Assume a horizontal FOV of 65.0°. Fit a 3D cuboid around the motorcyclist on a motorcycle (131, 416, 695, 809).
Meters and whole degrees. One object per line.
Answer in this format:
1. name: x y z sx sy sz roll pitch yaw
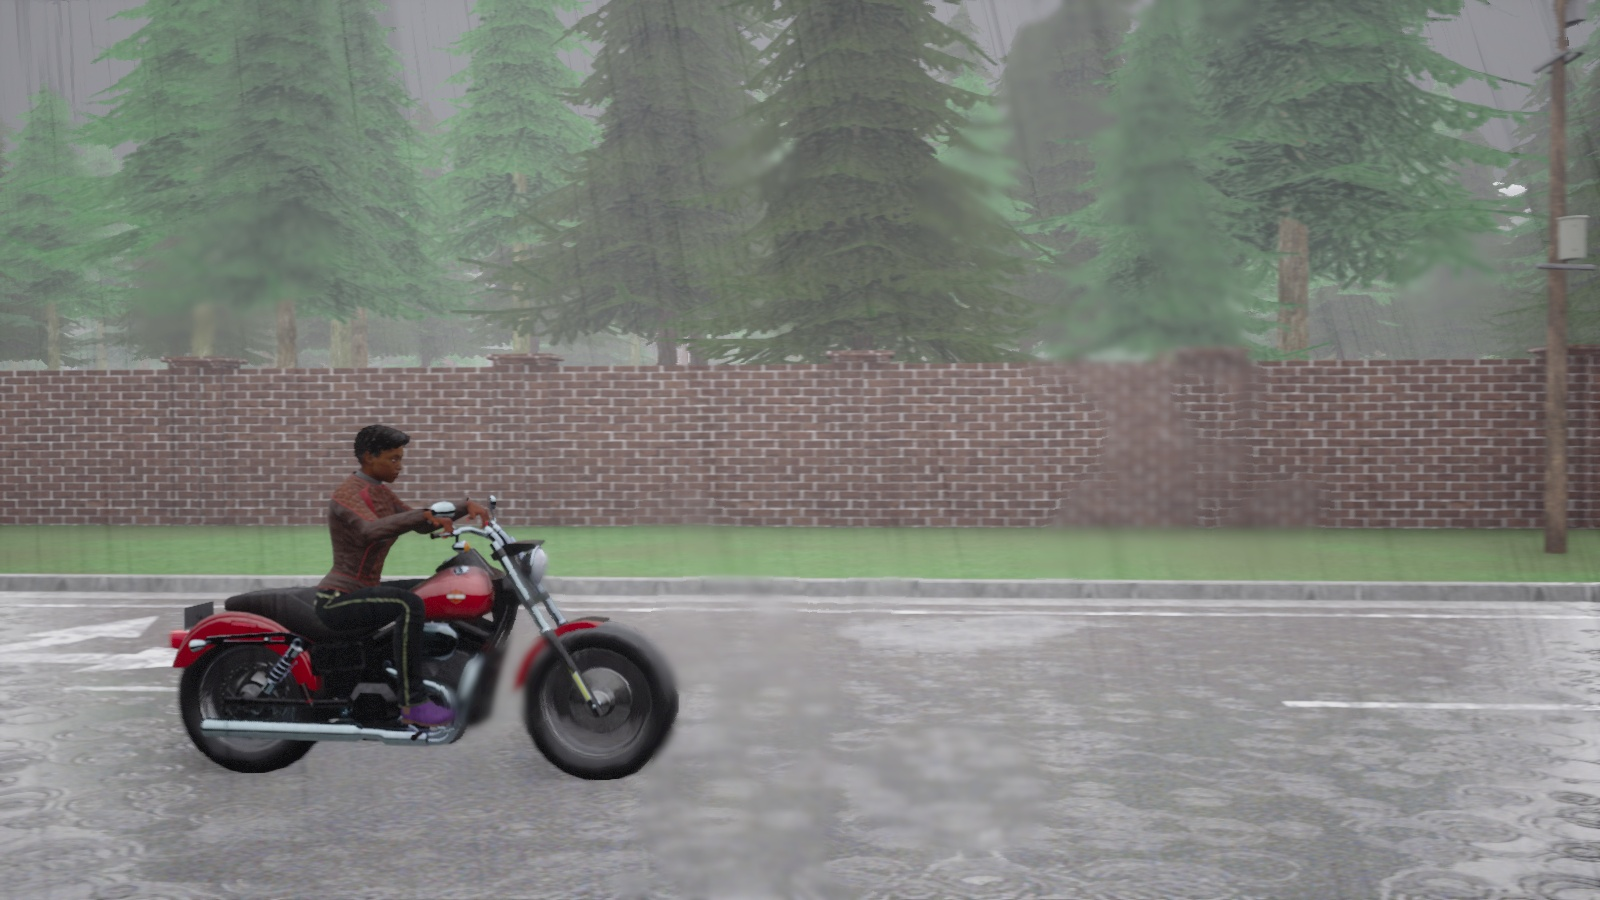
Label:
1. motorcyclist on a motorcycle: -1.712 0.678 5.764 2.350 1.649 0.766 0 1 5
